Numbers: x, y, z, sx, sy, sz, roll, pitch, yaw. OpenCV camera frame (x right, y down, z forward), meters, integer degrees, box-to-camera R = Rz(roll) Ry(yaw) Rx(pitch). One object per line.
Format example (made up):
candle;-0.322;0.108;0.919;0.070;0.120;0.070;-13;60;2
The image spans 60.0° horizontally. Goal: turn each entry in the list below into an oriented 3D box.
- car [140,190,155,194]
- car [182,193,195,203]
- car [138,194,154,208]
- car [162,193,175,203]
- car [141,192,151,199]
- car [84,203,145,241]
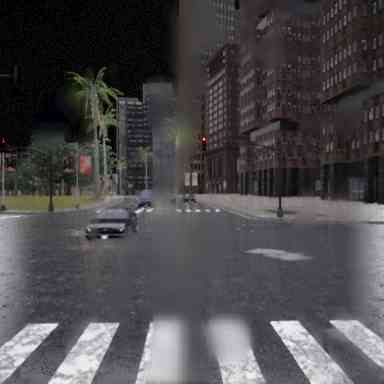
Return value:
car;-7.728;0.664;57.686;2.150;2.045;5.566;0;1;-8
car;-0.594;0.992;54.955;1.837;1.490;4.892;0;1;-8
car;-5.592;1.264;40.782;1.895;1.301;4.718;0;1;-6
car;-3.862;0.976;54.859;2.128;1.511;4.902;0;1;-8
car;-10.263;0.738;73.241;1.994;1.385;4.181;0;1;-11
car;-3.761;1.484;16.536;2.033;1.411;5.357;0;0;-3
